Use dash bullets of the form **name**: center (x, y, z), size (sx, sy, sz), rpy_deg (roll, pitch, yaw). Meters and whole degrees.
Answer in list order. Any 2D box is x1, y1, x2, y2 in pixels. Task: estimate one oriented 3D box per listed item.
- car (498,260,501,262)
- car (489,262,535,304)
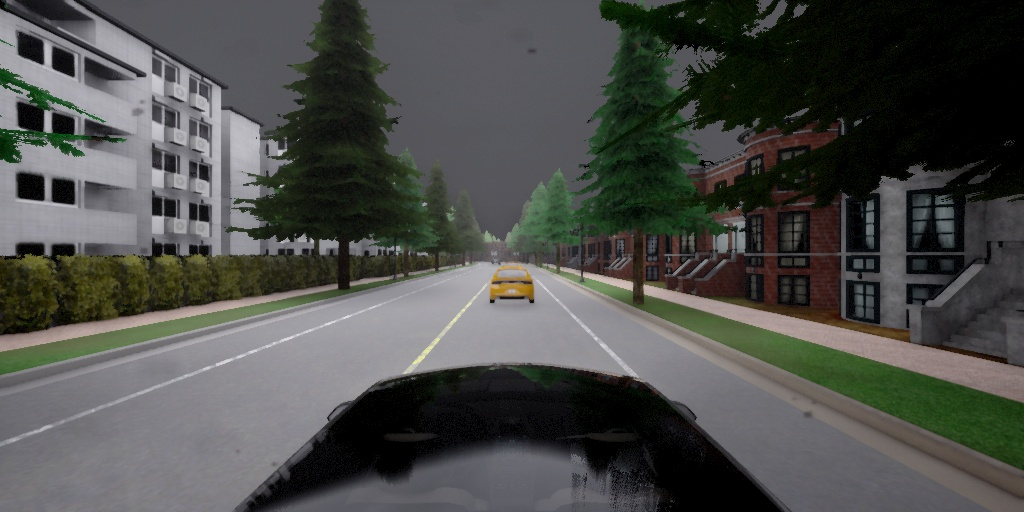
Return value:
- **car**: center (0.000, 1.235, 31.500), size (1.882, 1.535, 5.008), rpy_deg (0, 0, 0)
- **car**: center (0.000, 1.235, 16.500), size (1.882, 1.535, 5.008), rpy_deg (0, 0, 0)
